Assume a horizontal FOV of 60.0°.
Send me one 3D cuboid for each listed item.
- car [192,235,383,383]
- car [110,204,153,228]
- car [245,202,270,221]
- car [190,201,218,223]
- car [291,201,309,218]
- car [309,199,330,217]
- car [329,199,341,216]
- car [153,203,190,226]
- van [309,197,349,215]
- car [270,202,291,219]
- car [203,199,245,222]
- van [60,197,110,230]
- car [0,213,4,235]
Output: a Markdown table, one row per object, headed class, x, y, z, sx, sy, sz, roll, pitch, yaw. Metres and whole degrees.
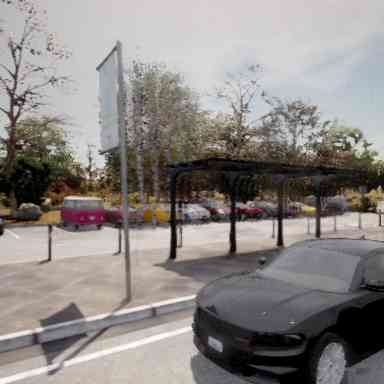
| class | x | y | z | sx | sy | sz | roll | pitch | yaw |
| --- | --- | --- | --- | --- | --- | --- | --- | --- | --- |
| car | 2.305 | 1.519 | 5.330 | 5.008 | 1.535 | 1.882 | 1 | 0 | -36 |
| car | -4.918 | 1.607 | 23.197 | 2.002 | 1.452 | 4.674 | 1 | 0 | -36 |
| car | 4.105 | 1.667 | 29.668 | 2.097 | 1.535 | 5.008 | 1 | 0 | -36 |
| car | -0.403 | 1.657 | 26.430 | 2.002 | 1.452 | 4.674 | 1 | 0 | -36 |
| car | 8.604 | 1.749 | 32.918 | 2.163 | 1.488 | 4.792 | 1 | 0 | -36 |
| car | 10.985 | 1.743 | 34.358 | 1.946 | 1.575 | 5.366 | 1 | 0 | -36 |
| car | 13.117 | 1.802 | 36.150 | 2.163 | 1.488 | 4.792 | 1 | 0 | -36 |
| car | -2.658 | 1.591 | 24.812 | 2.097 | 1.535 | 5.008 | 1 | 0 | -36 |
| van | 15.460 | 1.573 | 37.647 | 1.878 | 1.987 | 4.442 | 1 | 0 | -36 |
| car | 6.369 | 1.695 | 31.274 | 2.231 | 1.521 | 4.892 | 1 | 0 | -36 |
| car | 1.835 | 1.516 | 28.074 | 2.185 | 1.767 | 4.553 | 1 | 0 | -36 |
| van | -7.241 | 1.316 | 21.680 | 1.878 | 1.987 | 4.442 | 1 | 0 | -36 |
| car | -11.671 | 1.523 | 18.329 | 2.163 | 1.488 | 4.792 | 1 | 0 | -36 |
